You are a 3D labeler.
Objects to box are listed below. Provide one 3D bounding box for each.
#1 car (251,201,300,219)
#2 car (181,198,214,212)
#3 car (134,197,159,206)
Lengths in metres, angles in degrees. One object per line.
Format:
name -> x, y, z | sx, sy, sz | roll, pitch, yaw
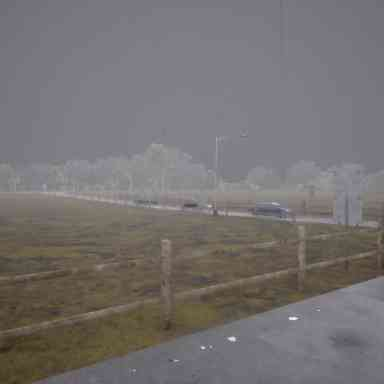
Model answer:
car -> 7.214, 1.531, 29.303 | 1.812, 1.442, 4.674 | 1, -1, -36
car -> 0.618, 1.444, 38.500 | 2.128, 1.511, 4.902 | 1, 0, -35
car -> -6.657, 1.372, 48.680 | 1.895, 1.301, 4.718 | 1, 0, -35
